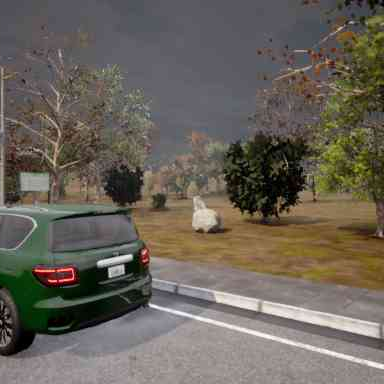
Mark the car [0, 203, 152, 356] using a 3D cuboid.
[{"bbox_3d":[-3.265,1.221,6.299,5.566,2.045,2.150,0,0,35],"label":"car"}]
